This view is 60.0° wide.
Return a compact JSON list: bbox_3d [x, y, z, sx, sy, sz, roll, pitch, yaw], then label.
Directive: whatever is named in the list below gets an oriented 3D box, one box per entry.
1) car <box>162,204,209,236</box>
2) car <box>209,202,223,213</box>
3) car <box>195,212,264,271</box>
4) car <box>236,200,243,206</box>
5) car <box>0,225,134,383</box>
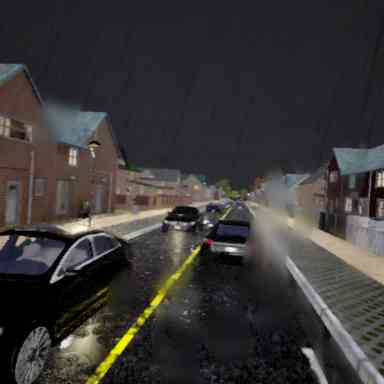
[{"bbox_3d":[-0.377,1.522,18.814,1.812,1.442,4.674,4,0,8],"label":"car"},{"bbox_3d":[2.719,1.855,39.602,1.895,1.301,4.718,4,0,8],"label":"car"},{"bbox_3d":[1.431,1.671,11.628,1.994,1.385,4.181,4,0,8],"label":"car"},{"bbox_3d":[11.979,2.634,84.240,2.033,1.411,5.357,4,0,8],"label":"car"},{"bbox_3d":[-2.367,1.333,5.207,2.128,1.511,4.902,4,0,8],"label":"car"}]
